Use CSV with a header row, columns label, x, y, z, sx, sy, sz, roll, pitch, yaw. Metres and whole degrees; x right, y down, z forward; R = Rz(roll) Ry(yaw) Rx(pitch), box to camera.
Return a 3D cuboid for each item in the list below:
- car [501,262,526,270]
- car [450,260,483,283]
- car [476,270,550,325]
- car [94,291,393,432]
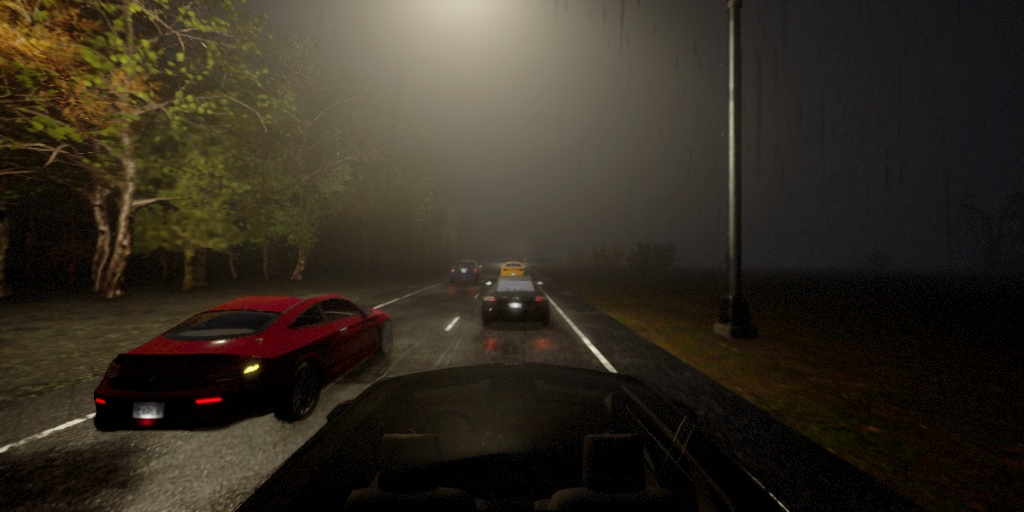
label,x,y,z,sx,sy,sz,roll,pitch,yaw
car,0.090,1.219,29.441,1.882,1.535,5.008,0,0,0
car,-3.409,1.094,27.498,2.097,1.767,4.553,0,0,0
car,0.097,1.311,11.744,1.994,1.385,4.181,0,0,0
car,-3.400,1.275,5.656,1.812,1.442,4.674,0,0,0
